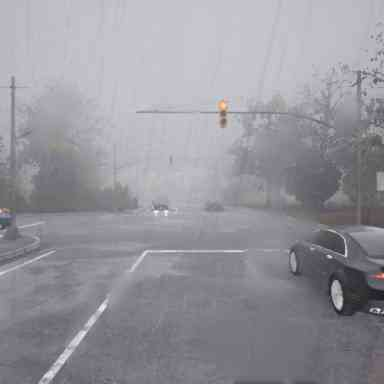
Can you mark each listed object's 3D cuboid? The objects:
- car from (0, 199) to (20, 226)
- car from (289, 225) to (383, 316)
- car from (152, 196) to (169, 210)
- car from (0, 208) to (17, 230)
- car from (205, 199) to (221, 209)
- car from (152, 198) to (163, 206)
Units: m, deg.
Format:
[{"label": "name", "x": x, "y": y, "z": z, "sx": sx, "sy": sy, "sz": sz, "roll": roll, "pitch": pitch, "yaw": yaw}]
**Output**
[{"label": "car", "x": -14.805, "y": 1.419, "z": 23.137, "sx": 4.553, "sy": 1.767, "sz": 2.097, "roll": -1, "pitch": 0, "yaw": -4}, {"label": "car", "x": 3.602, "y": 1.504, "z": 7.477, "sx": 1.837, "sy": 1.490, "sz": 4.892, "roll": 0, "pitch": 0, "yaw": 1}, {"label": "car", "x": -3.950, "y": 1.624, "z": 43.602, "sx": 2.033, "sy": 1.411, "sz": 5.357, "roll": 0, "pitch": -1, "yaw": -3}, {"label": "car", "x": -12.931, "y": 1.529, "z": 19.467, "sx": 5.008, "sy": 1.535, "sz": 1.882, "roll": 0, "pitch": 0, "yaw": 2}, {"label": "car", "x": 2.962, "y": 1.730, "z": 48.528, "sx": 1.895, "sy": 1.301, "sz": 4.718, "roll": 0, "pitch": -1, "yaw": -4}, {"label": "car", "x": -7.179, "y": 2.063, "z": 69.027, "sx": 1.837, "sy": 1.490, "sz": 4.892, "roll": 0, "pitch": -1, "yaw": -13}]
